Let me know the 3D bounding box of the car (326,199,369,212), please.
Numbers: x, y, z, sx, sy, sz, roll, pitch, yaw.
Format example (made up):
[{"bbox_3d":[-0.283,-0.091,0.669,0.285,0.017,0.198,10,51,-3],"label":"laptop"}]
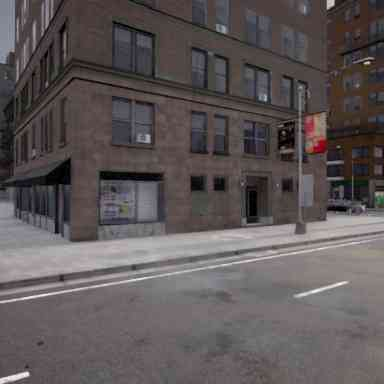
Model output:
[{"bbox_3d":[18.698,1.617,40.122,1.947,1.339,4.313,0,0,-35],"label":"car"}]

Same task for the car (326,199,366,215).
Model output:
[{"bbox_3d":[15.626,1.517,34.962,2.128,1.511,4.902,0,0,-35],"label":"car"}]
